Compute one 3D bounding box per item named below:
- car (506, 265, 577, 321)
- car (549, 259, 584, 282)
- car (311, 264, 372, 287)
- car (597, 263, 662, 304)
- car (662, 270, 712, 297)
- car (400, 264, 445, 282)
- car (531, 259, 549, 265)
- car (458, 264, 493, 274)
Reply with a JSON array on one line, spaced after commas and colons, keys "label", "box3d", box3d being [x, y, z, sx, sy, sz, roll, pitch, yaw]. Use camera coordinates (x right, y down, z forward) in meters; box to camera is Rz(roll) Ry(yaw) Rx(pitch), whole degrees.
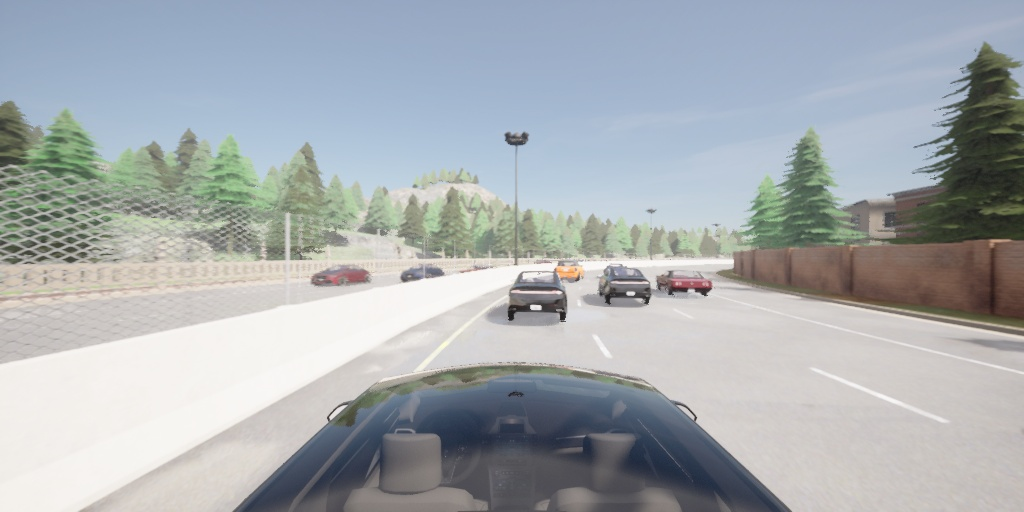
[{"label": "car", "box3d": [0.941, 1.246, 12.544, 2.128, 1.511, 4.902, 0, 0, 6]}, {"label": "car", "box3d": [4.810, 1.124, 29.983, 2.097, 1.767, 4.553, 0, 0, 17]}, {"label": "car", "box3d": [-11.407, 1.264, 24.223, 1.994, 1.385, 4.181, 0, 0, 13]}, {"label": "car", "box3d": [5.061, 1.264, 16.503, 2.128, 1.511, 4.902, 0, 0, 9]}, {"label": "car", "box3d": [9.185, 1.392, 19.590, 1.895, 1.301, 4.718, 0, 0, 12]}, {"label": "car", "box3d": [-6.921, 1.284, 27.944, 1.994, 1.385, 4.181, 0, 0, 15]}, {"label": "car", "box3d": [5.030, 1.299, 62.471, 1.812, 1.442, 4.674, 0, 0, 34]}, {"label": "car", "box3d": [-2.789, 1.339, 29.862, 1.895, 1.301, 4.718, 0, 0, 16]}]
